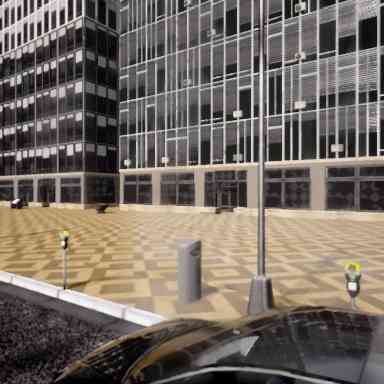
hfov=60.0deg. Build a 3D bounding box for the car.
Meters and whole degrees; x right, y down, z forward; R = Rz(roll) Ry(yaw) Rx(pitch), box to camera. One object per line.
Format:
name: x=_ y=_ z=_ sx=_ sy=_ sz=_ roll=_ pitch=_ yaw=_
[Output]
car: x=0.774 y=1.567 z=2.317 sx=4.313 sy=1.339 sz=1.947 roll=0 pitch=0 yaw=35
